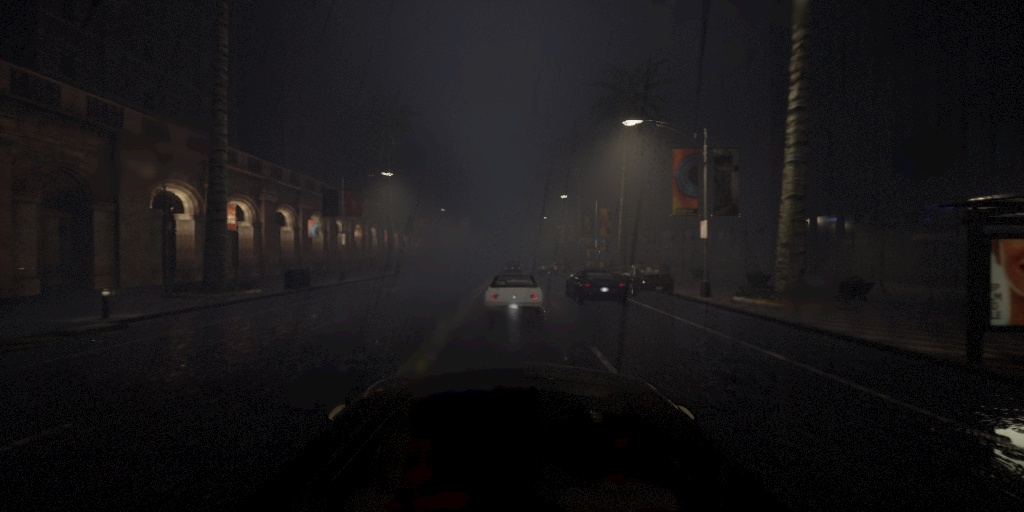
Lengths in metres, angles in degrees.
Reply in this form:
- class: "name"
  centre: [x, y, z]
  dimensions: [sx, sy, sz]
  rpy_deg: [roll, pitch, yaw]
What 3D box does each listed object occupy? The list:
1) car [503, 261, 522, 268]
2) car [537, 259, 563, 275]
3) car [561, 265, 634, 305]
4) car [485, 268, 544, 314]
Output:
- class: "car"
  centre: [0.053, 1.169, 35.866]
  dimensions: [2.033, 1.411, 5.357]
  rpy_deg: [0, 0, 0]
- class: "car"
  centre: [3.554, 1.220, 35.962]
  dimensions: [1.895, 1.301, 4.718]
  rpy_deg: [0, 0, 0]
- class: "car"
  centre: [3.575, 1.259, 15.834]
  dimensions: [1.994, 1.385, 4.181]
  rpy_deg: [0, 0, 0]
- class: "car"
  centre: [0.083, 1.306, 13.565]
  dimensions: [1.895, 1.301, 4.718]
  rpy_deg: [0, 0, 0]
